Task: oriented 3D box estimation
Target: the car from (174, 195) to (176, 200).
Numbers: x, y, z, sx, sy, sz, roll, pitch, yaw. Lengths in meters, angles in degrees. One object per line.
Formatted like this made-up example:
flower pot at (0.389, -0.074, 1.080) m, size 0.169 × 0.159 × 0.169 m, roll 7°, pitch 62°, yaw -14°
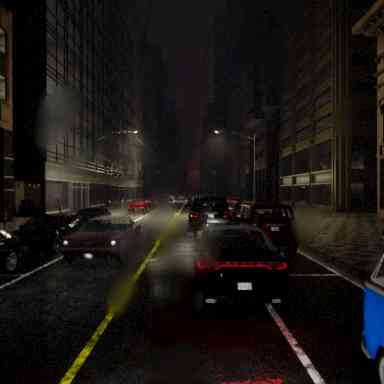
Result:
car at (-5.614, 1.577, 80.713) m, size 1.887 × 1.381 × 4.507 m, roll 0°, pitch 0°, yaw 0°

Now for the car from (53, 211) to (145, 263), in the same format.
car at (-3.077, 1.601, 12.138) m, size 1.895 × 1.301 × 4.718 m, roll 0°, pitch 0°, yaw 0°

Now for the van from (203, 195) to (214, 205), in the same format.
van at (2.869, 1.362, 58.298) m, size 1.690 × 1.788 × 3.998 m, roll 0°, pitch 0°, yaw 0°

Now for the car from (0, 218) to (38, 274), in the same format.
car at (-5.751, 1.551, 7.886) m, size 2.008 × 1.369 × 4.403 m, roll 0°, pitch 0°, yaw 0°

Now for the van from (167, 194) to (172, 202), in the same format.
van at (-5.636, 1.368, 69.509) m, size 1.690 × 1.788 × 3.998 m, roll 0°, pitch 0°, yaw 0°

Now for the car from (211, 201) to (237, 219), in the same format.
car at (2.817, 1.572, 30.290) m, size 1.947 × 1.339 × 4.313 m, roll 0°, pitch 0°, yaw 0°

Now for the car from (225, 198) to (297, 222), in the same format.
car at (2.784, 1.316, 13.484) m, size 2.192 × 1.841 × 5.009 m, roll 0°, pitch 0°, yaw 0°

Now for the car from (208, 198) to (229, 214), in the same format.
car at (2.827, 1.449, 35.891) m, size 1.967 × 1.590 × 4.097 m, roll 0°, pitch 0°, yaw 0°

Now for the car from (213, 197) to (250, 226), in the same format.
car at (2.805, 1.319, 24.688) m, size 2.192 × 1.841 × 5.009 m, roll 0°, pitch 0°, yaw 0°

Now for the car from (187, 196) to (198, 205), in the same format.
car at (0.115, 1.570, 61.477) m, size 2.033 × 1.411 × 5.357 m, roll 0°, pitch 0°, yaw 0°

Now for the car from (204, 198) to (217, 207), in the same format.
car at (2.859, 1.600, 52.697) m, size 1.802 × 1.307 × 4.206 m, roll 0°, pitch 0°, yaw 0°

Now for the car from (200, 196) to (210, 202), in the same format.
car at (2.901, 1.574, 75.104) m, size 1.887 × 1.381 × 4.507 m, roll 0°, pitch 0°, yaw 0°

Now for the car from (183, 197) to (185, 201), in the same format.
car at (0.110, 1.578, 45.790) m, size 1.994 × 1.385 × 4.181 m, roll 0°, pitch 0°, yaw 1°

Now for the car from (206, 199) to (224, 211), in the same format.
car at (2.838, 1.578, 41.493) m, size 1.947 × 1.339 × 4.313 m, roll 0°, pitch 0°, yaw 0°

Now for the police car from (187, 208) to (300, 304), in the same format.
police car at (0.915, 1.425, 8.333) m, size 1.930 × 1.638 × 5.238 m, roll 0°, pitch 0°, yaw 0°

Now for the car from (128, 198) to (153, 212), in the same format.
car at (-5.698, 1.554, 35.896) m, size 1.887 × 1.381 × 4.507 m, roll 0°, pitch 0°, yaw 0°

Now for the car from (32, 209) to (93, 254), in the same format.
car at (-5.740, 1.567, 13.487) m, size 1.947 × 1.339 × 4.313 m, roll 0°, pitch 0°, yaw 0°

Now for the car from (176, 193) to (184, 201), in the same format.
car at (-2.838, 1.636, 85.962) m, size 1.895 × 1.301 × 4.718 m, roll 0°, pitch 0°, yaw 0°

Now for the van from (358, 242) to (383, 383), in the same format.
van at (2.763, 1.341, 2.281) m, size 1.690 × 1.788 × 3.998 m, roll 0°, pitch 0°, yaw 0°

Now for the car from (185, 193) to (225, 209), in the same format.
car at (0.887, 1.224, 18.253) m, size 2.150 × 2.045 × 5.566 m, roll 0°, pitch 0°, yaw 0°

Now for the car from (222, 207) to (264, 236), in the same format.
car at (2.796, 1.584, 19.086) m, size 1.802 × 1.307 × 4.206 m, roll 0°, pitch 0°, yaw 0°

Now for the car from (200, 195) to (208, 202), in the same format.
car at (2.911, 1.472, 80.706) m, size 1.967 × 1.590 × 4.097 m, roll 0°, pitch 0°, yaw 0°

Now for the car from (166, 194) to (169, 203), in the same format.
car at (-5.656, 1.565, 58.304) m, size 1.887 × 1.381 × 4.507 m, roll 0°, pitch 0°, yaw 0°

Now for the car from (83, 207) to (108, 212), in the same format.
car at (-5.730, 1.568, 19.089) m, size 1.947 × 1.339 × 4.313 m, roll 0°, pitch 0°, yaw 0°

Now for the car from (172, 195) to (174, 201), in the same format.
car at (-5.624, 1.574, 75.111) m, size 1.887 × 1.381 × 4.507 m, roll 0°, pitch 0°, yaw 0°

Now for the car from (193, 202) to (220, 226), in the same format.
car at (0.945, 1.530, 24.224) m, size 1.812 × 1.442 × 4.674 m, roll 0°, pitch 0°, yaw 0°

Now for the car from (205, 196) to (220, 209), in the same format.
car at (2.848, 1.455, 47.095) m, size 1.967 × 1.590 × 4.097 m, roll 0°, pitch 0°, yaw 0°

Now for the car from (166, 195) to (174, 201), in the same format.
car at (-5.604, 1.561, 86.145) m, size 1.752 × 1.417 × 4.829 m, roll 0°, pitch 0°, yaw 0°

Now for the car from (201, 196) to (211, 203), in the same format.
car at (2.890, 1.571, 69.501) m, size 1.887 × 1.381 × 4.507 m, roll 0°, pitch 0°, yaw 0°

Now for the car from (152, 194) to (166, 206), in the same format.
car at (-5.667, 1.458, 52.702) m, size 1.967 × 1.590 × 4.097 m, roll 0°, pitch 0°, yaw 0°
